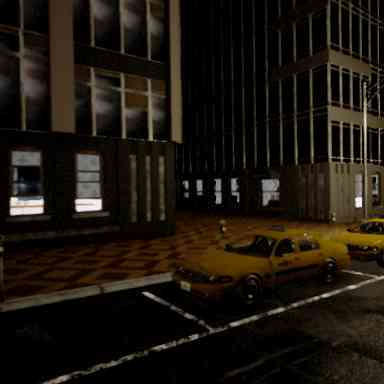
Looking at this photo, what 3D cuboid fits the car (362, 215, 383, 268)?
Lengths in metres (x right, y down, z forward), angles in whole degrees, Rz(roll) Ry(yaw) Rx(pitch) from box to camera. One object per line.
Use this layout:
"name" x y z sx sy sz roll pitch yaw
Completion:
"car" 6.347 1.478 11.093 4.829 1.417 1.752 0 -1 -35

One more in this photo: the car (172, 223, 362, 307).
"car" 1.839 1.501 7.882 4.829 1.417 1.752 0 -1 -35
